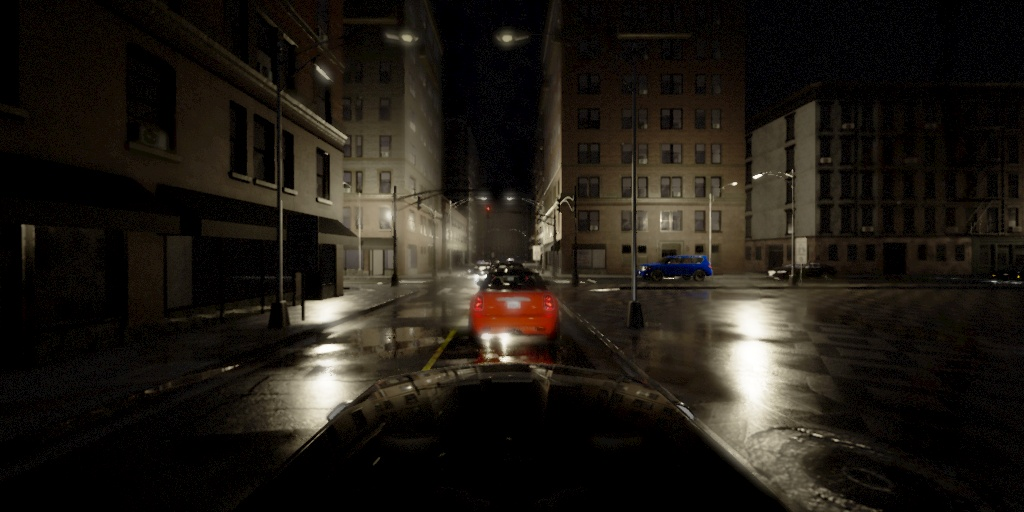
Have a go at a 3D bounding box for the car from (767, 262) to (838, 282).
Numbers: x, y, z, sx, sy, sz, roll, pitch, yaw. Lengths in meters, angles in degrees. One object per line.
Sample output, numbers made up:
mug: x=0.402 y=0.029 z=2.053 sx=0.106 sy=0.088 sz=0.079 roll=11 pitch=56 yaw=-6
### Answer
car: x=23.250 y=1.239 z=28.805 sx=4.902 sy=1.511 sz=2.128 roll=0 pitch=0 yaw=-1

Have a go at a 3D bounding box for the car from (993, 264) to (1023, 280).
car: x=41.850 y=1.314 z=28.945 sx=4.181 sy=1.385 sz=1.994 roll=0 pitch=0 yaw=0

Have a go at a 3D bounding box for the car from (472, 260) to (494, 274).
car: x=-3.230 y=1.228 z=41.328 sx=2.128 sy=1.511 sz=4.902 roll=0 pitch=0 yaw=0

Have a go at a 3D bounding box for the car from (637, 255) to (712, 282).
car: x=12.956 y=0.968 z=28.696 sx=5.566 sy=2.045 sz=2.150 roll=0 pitch=0 yaw=-1

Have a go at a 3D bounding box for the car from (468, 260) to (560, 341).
car: x=0.046 y=1.099 z=10.013 sx=2.097 sy=1.767 sz=4.553 roll=0 pitch=0 yaw=0

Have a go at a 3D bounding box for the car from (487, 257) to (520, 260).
car: x=-0.186 y=1.096 z=18.934 sx=2.097 sy=1.767 sz=4.553 roll=0 pitch=0 yaw=-3
